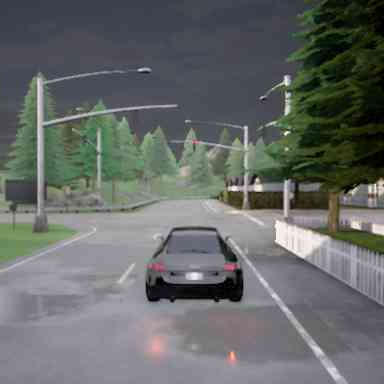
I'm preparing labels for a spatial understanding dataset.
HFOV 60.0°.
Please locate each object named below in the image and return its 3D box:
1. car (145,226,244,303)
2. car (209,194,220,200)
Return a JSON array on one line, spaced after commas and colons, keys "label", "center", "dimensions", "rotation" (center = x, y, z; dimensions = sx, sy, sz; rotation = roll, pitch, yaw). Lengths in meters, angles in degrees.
[{"label": "car", "center": [0.059, 1.511, 8.139], "dimensions": [1.994, 1.385, 4.181], "rotation": [0, 0, 0]}, {"label": "car", "center": [6.548, 1.053, 73.370], "dimensions": [5.357, 1.411, 2.033], "rotation": [0, 0, -22]}]
